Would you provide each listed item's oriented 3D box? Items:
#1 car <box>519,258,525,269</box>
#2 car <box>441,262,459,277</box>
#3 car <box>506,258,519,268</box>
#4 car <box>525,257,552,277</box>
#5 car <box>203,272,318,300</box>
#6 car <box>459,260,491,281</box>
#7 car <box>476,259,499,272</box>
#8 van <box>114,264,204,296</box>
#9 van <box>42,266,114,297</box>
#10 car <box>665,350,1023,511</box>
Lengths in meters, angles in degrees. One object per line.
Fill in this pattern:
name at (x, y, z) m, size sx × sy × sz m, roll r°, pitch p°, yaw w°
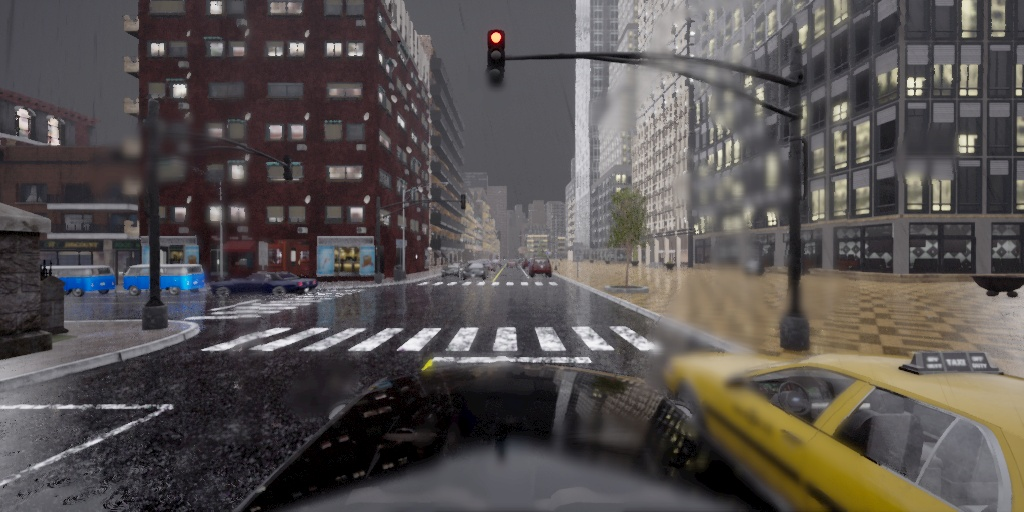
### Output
car at (2.705, 1.095, 56.812) m, size 2.192 × 1.841 × 5.009 m, roll 0°, pitch 0°, yaw 0°
car at (-5.681, 1.307, 34.709) m, size 2.007 × 1.370 × 4.403 m, roll 0°, pitch 0°, yaw 0°
car at (0.016, 1.282, 63.484) m, size 2.128 × 1.511 × 4.902 m, roll 0°, pitch 0°, yaw 0°
car at (2.698, 1.071, 34.707) m, size 2.192 × 1.841 × 5.009 m, roll 0°, pitch 0°, yaw 0°
car at (-13.116, 1.534, 19.040) m, size 4.718 × 1.301 × 1.895 m, roll -1°, pitch 0°, yaw 1°
car at (-3.092, 1.281, 30.747) m, size 1.812 × 1.442 × 4.674 m, roll 0°, pitch 0°, yaw 0°
car at (-3.083, 1.329, 45.681) m, size 1.994 × 1.385 × 4.181 m, roll 0°, pitch 0°, yaw 0°
van at (-20.762, 1.390, 21.473) m, size 3.998 × 1.789 × 1.690 m, roll 0°, pitch 0°, yaw -1°
van at (-26.300, 1.480, 21.424) m, size 3.998 × 1.789 × 1.690 m, roll 0°, pitch 0°, yaw -1°
car at (2.689, 1.275, 2.465) m, size 1.751 × 1.417 × 4.829 m, roll 0°, pitch 0°, yaw 0°
